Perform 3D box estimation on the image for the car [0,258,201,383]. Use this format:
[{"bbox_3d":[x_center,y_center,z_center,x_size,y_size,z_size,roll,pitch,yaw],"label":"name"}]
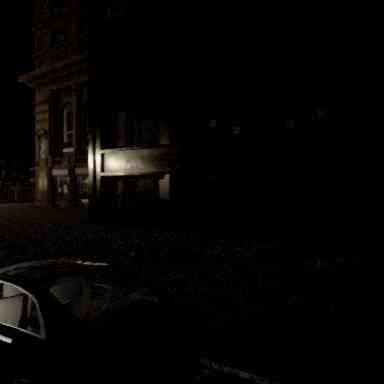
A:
[{"bbox_3d":[-1.981,1.528,4.163,4.403,1.369,2.008,0,0,34],"label":"car"}]
